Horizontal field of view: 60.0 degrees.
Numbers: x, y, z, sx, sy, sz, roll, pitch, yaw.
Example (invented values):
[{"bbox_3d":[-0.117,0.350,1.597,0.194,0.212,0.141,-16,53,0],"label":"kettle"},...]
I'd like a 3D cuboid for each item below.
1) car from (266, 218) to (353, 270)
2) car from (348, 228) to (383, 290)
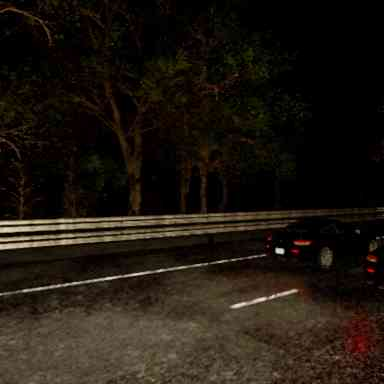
[{"bbox_3d":[4.499,1.622,11.326,4.674,1.442,1.812,1,0,-36],"label":"car"},{"bbox_3d":[5.976,1.614,8.073,4.674,1.442,1.812,1,0,-36],"label":"car"}]
